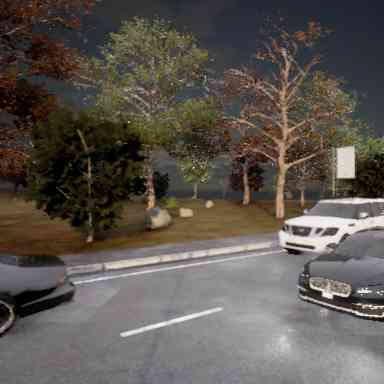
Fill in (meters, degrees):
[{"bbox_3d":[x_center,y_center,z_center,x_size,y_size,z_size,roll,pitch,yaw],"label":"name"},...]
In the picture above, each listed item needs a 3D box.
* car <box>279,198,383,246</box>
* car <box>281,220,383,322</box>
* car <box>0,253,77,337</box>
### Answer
[{"bbox_3d":[5.694,1.255,12.393,5.566,2.045,2.150,0,0,-36],"label":"car"},{"bbox_3d":[4.277,1.523,7.065,4.892,1.490,1.837,1,0,-36],"label":"car"},{"bbox_3d":[-4.622,1.553,5.004,5.357,1.411,2.033,0,0,-35],"label":"car"}]
